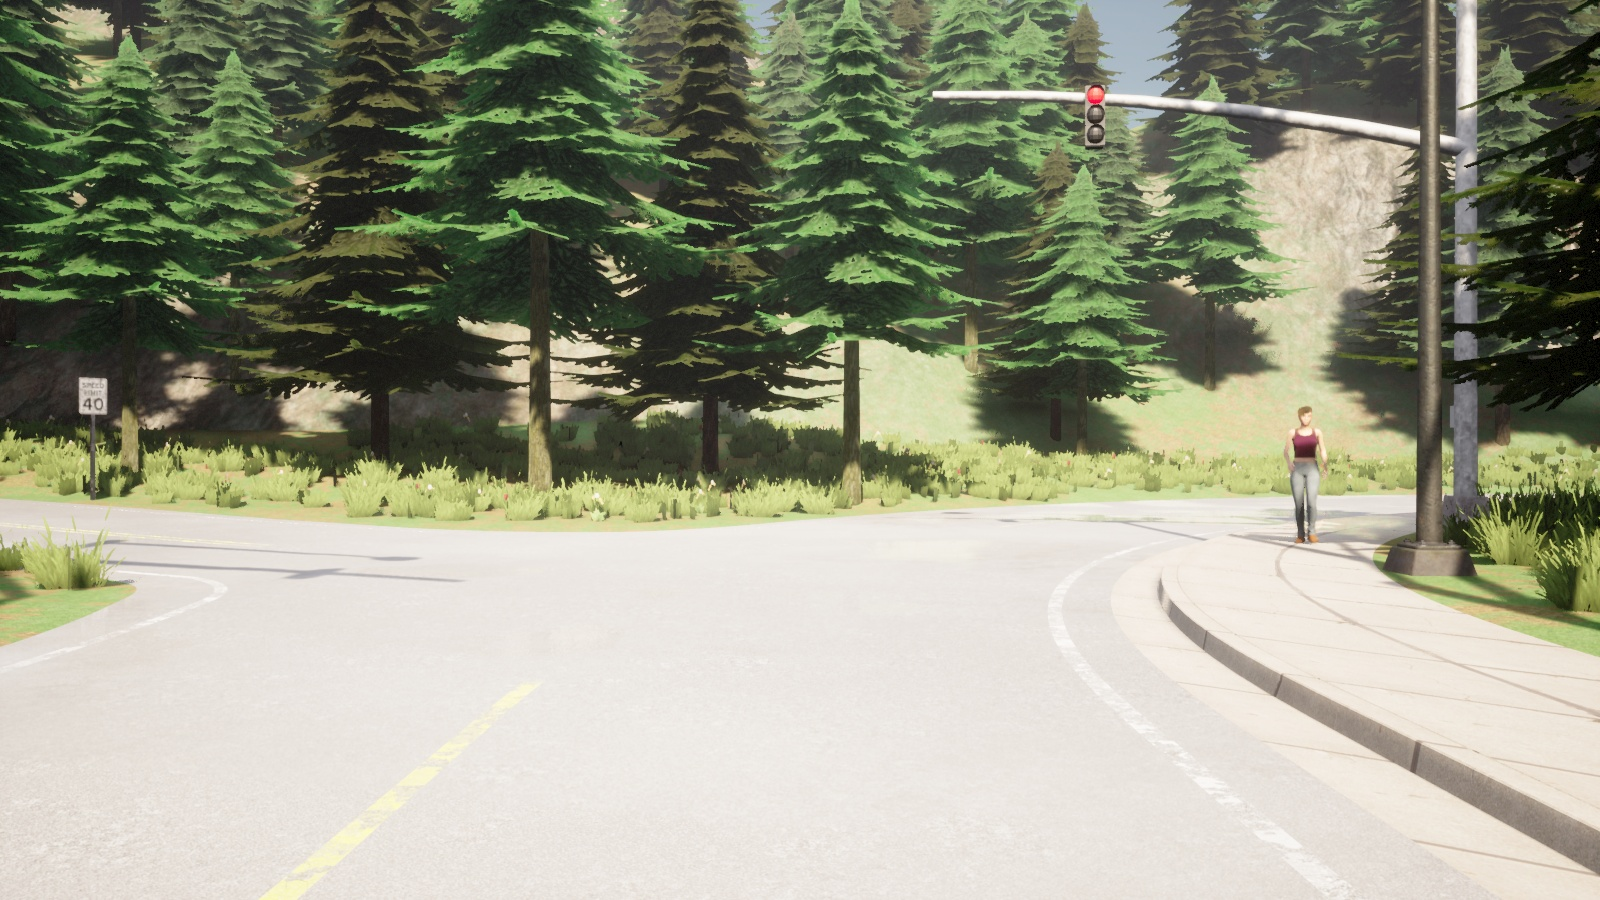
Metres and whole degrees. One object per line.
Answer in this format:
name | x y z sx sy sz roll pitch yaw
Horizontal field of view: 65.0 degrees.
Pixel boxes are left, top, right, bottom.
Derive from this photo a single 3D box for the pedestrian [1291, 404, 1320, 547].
pedestrian | 6.609 0.321 16.418 0.345 1.836 0.594 0 0 22
